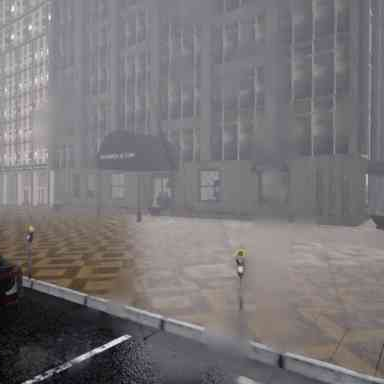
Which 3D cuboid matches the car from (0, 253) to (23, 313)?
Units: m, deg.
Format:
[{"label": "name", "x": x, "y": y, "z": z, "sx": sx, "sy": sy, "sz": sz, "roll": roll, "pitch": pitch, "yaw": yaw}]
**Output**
[{"label": "car", "x": -4.978, "y": 1.564, "z": 6.443, "sx": 4.313, "sy": 1.339, "sz": 1.947, "roll": 0, "pitch": 1, "yaw": 36}]
